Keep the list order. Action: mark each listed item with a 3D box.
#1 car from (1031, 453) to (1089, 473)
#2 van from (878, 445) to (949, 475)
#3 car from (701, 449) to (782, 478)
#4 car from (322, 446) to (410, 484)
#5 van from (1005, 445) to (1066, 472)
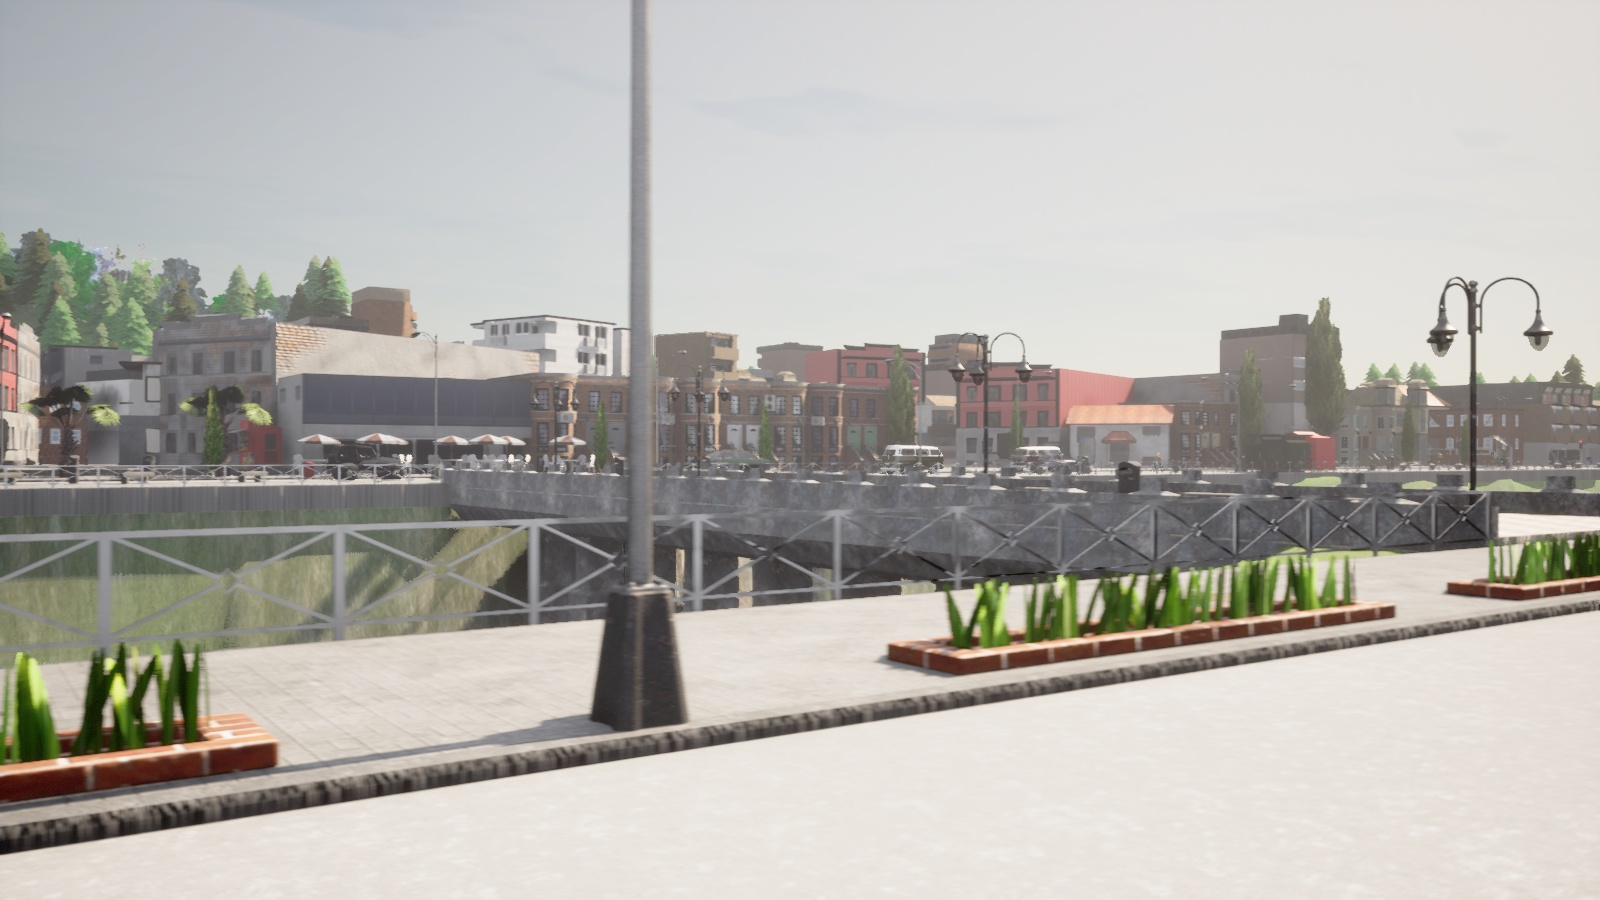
[{"bbox_3d":[19.258,0.945,92.838,4.193,1.474,1.816,0,0,-35],"label":"car"},{"bbox_3d":[7.651,0.660,84.755,4.480,2.038,2.069,0,0,-35],"label":"van"},{"bbox_3d":[-3.564,0.799,76.944,4.553,1.767,2.097,0,0,-35],"label":"car"},{"bbox_3d":[-22.131,0.744,64.012,3.866,1.878,1.905,0,0,-35],"label":"car"},{"bbox_3d":[18.176,0.667,96.958,4.480,2.038,2.069,0,0,-35],"label":"van"}]
